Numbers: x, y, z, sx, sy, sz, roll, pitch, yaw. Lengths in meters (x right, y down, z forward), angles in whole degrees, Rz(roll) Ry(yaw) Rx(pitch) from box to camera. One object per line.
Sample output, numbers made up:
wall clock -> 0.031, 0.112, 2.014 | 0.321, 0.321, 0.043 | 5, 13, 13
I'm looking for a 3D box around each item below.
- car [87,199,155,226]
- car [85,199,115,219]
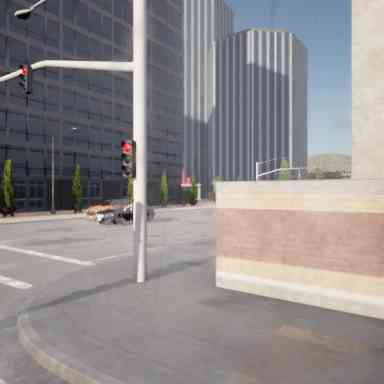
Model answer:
car -> -4.782, 1.541, 24.217 | 2.128, 1.511, 4.902 | 0, 0, 36
car -> -6.583, 1.401, 27.705 | 2.097, 1.767, 4.553 | 0, 0, 36
